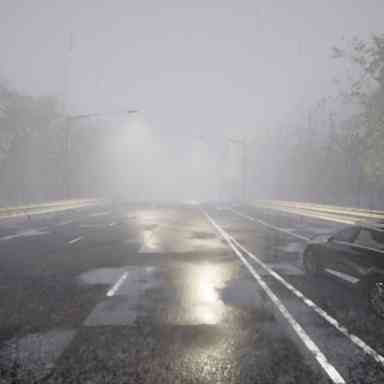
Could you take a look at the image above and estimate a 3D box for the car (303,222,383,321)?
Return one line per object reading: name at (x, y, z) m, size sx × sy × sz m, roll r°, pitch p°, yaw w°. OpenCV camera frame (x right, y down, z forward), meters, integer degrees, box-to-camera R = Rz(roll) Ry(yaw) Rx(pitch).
car at (4.128, 1.424, 7.208) m, size 2.033 × 1.649 × 4.856 m, roll 0°, pitch 0°, yaw -4°
